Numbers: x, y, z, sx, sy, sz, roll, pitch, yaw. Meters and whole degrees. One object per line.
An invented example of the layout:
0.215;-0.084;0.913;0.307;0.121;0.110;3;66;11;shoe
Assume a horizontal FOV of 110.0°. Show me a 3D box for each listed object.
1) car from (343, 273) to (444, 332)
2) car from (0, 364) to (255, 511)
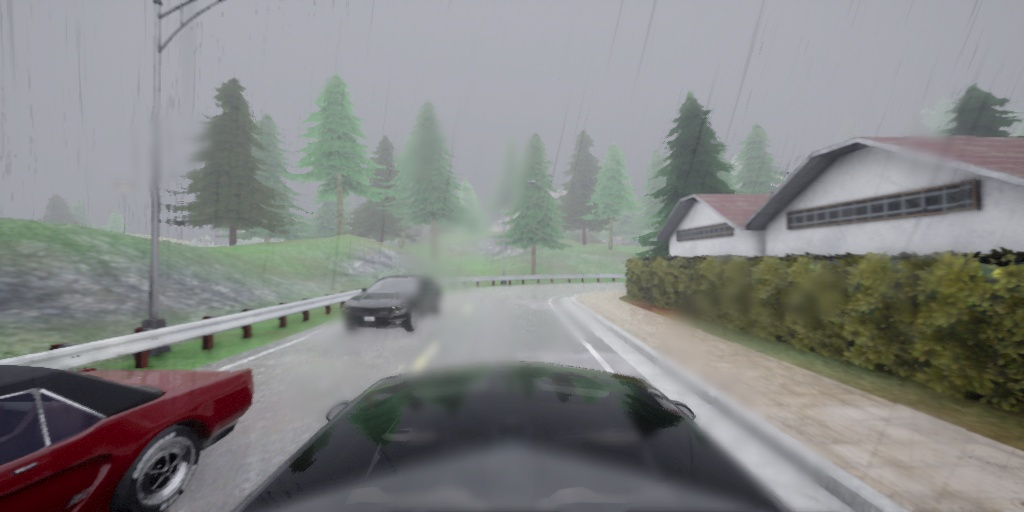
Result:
-3.526;1.334;11.526;1.882;1.535;5.008;0;0;1;car
-3.602;1.348;1.473;1.895;1.301;4.718;0;-1;0;car
